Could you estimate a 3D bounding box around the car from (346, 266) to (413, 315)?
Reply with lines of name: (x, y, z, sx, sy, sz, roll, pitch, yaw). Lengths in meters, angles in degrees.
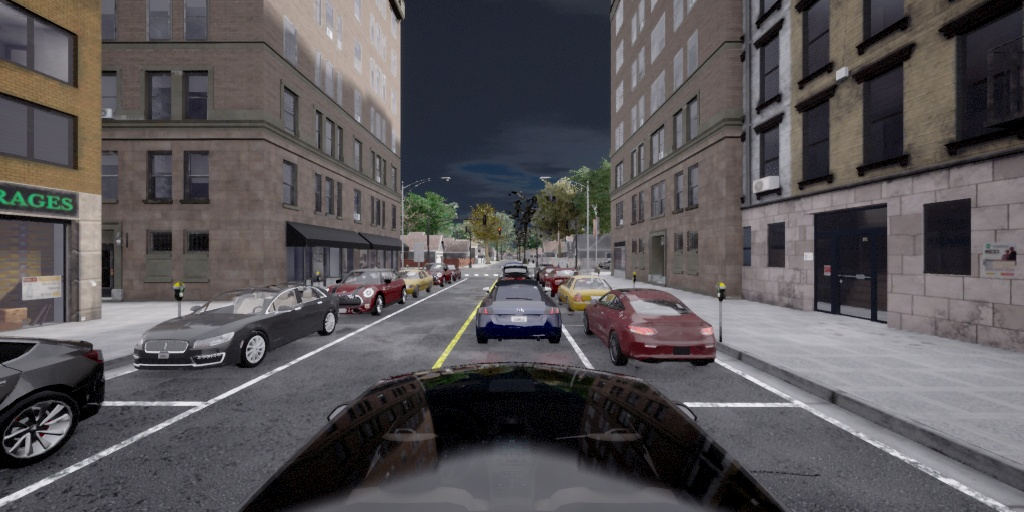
car: (-5.334, 1.192, 13.233, 1.967, 1.591, 4.097, 0, 0, 0)

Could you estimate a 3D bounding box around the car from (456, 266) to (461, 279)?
car: (-5.247, 1.344, 29.790, 1.802, 1.307, 4.207, 0, 0, 0)

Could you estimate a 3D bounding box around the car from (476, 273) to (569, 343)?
car: (0.140, 1.315, 9.651, 1.994, 1.385, 4.181, 0, 0, 0)

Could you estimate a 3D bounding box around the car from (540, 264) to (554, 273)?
car: (2.720, 1.301, 18.712, 1.888, 1.381, 4.507, 0, 0, 0)

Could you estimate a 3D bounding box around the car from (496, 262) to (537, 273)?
car: (0.186, 1.261, 19.636, 1.837, 1.490, 4.892, 0, 0, 0)

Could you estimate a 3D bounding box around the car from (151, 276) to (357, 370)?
car: (-5.364, 1.301, 7.715, 2.007, 1.370, 4.403, 0, 0, 0)

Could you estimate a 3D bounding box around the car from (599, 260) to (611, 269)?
car: (14.987, 1.170, 49.404, 4.902, 1.511, 2.128, 0, 0, 0)

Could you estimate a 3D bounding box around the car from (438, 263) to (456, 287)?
car: (-5.276, 1.199, 24.271, 1.967, 1.591, 4.097, 0, 0, 0)

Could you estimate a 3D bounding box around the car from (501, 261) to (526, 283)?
car: (0.130, 1.240, 29.317, 1.882, 1.535, 5.008, 0, 0, 0)

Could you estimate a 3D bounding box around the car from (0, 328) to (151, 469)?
car: (-5.393, 1.316, 2.197, 1.948, 1.339, 4.313, 0, 0, 0)

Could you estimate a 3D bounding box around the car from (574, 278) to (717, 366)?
car: (2.661, 1.332, 7.676, 1.802, 1.307, 4.207, 0, 0, 0)

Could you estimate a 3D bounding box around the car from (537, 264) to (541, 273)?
car: (2.749, 1.341, 24.230, 1.802, 1.307, 4.207, 0, 0, 0)

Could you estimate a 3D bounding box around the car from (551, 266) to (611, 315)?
car: (2.691, 1.278, 13.364, 1.751, 1.417, 4.829, 0, 0, 0)

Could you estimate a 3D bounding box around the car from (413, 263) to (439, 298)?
car: (-5.306, 1.281, 18.582, 1.751, 1.417, 4.829, 0, 0, 0)
